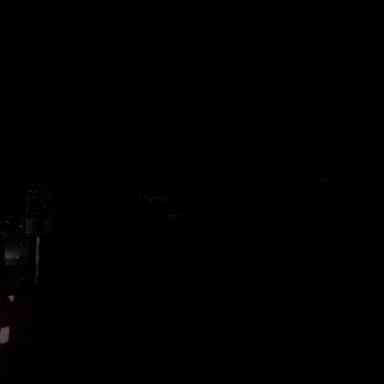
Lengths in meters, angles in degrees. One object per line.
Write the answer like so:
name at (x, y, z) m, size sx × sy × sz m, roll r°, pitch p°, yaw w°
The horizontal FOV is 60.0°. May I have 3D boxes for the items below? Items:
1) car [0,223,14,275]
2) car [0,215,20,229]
car at (-6.714, 1.898, 9.967) m, size 2.128 × 1.511 × 4.902 m, roll 2°, pitch -3°, yaw -27°
car at (-20.079, 3.257, 36.511) m, size 2.033 × 1.411 × 5.357 m, roll 2°, pitch -3°, yaw -26°
